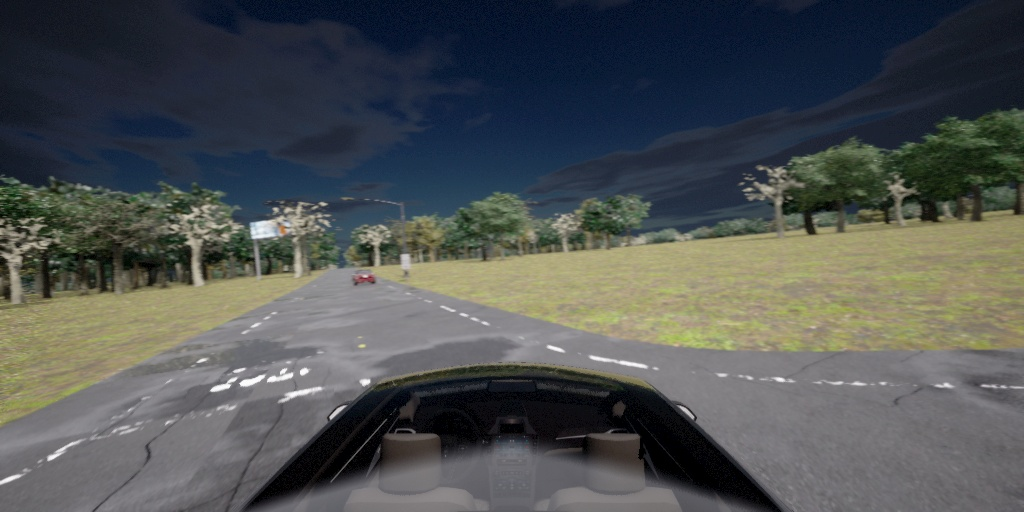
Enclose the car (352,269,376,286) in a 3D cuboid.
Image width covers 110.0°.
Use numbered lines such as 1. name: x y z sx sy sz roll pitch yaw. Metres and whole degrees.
1. car: -16.414 2.255 39.808 2.097 1.767 4.553 -4 0 -25
